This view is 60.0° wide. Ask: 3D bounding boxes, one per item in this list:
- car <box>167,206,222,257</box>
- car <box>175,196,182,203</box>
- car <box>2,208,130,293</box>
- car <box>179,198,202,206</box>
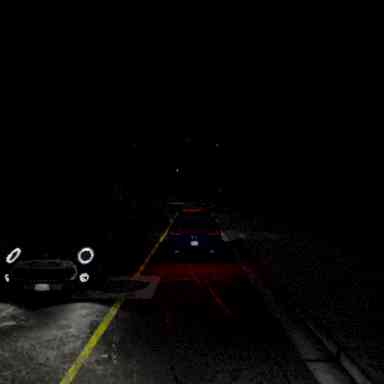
[{"bbox_3d":[0.089,1.532,13.284,1.882,1.535,5.008,0,0,0],"label":"car"},{"bbox_3d":[-3.043,1.830,80.274,1.837,1.490,4.892,0,0,0],"label":"car"},{"bbox_3d":[-3.102,1.390,9.132,2.097,1.767,4.553,0,0,0],"label":"car"},{"bbox_3d":[0.078,1.595,28.576,1.882,1.535,5.008,0,0,0],"label":"car"}]
